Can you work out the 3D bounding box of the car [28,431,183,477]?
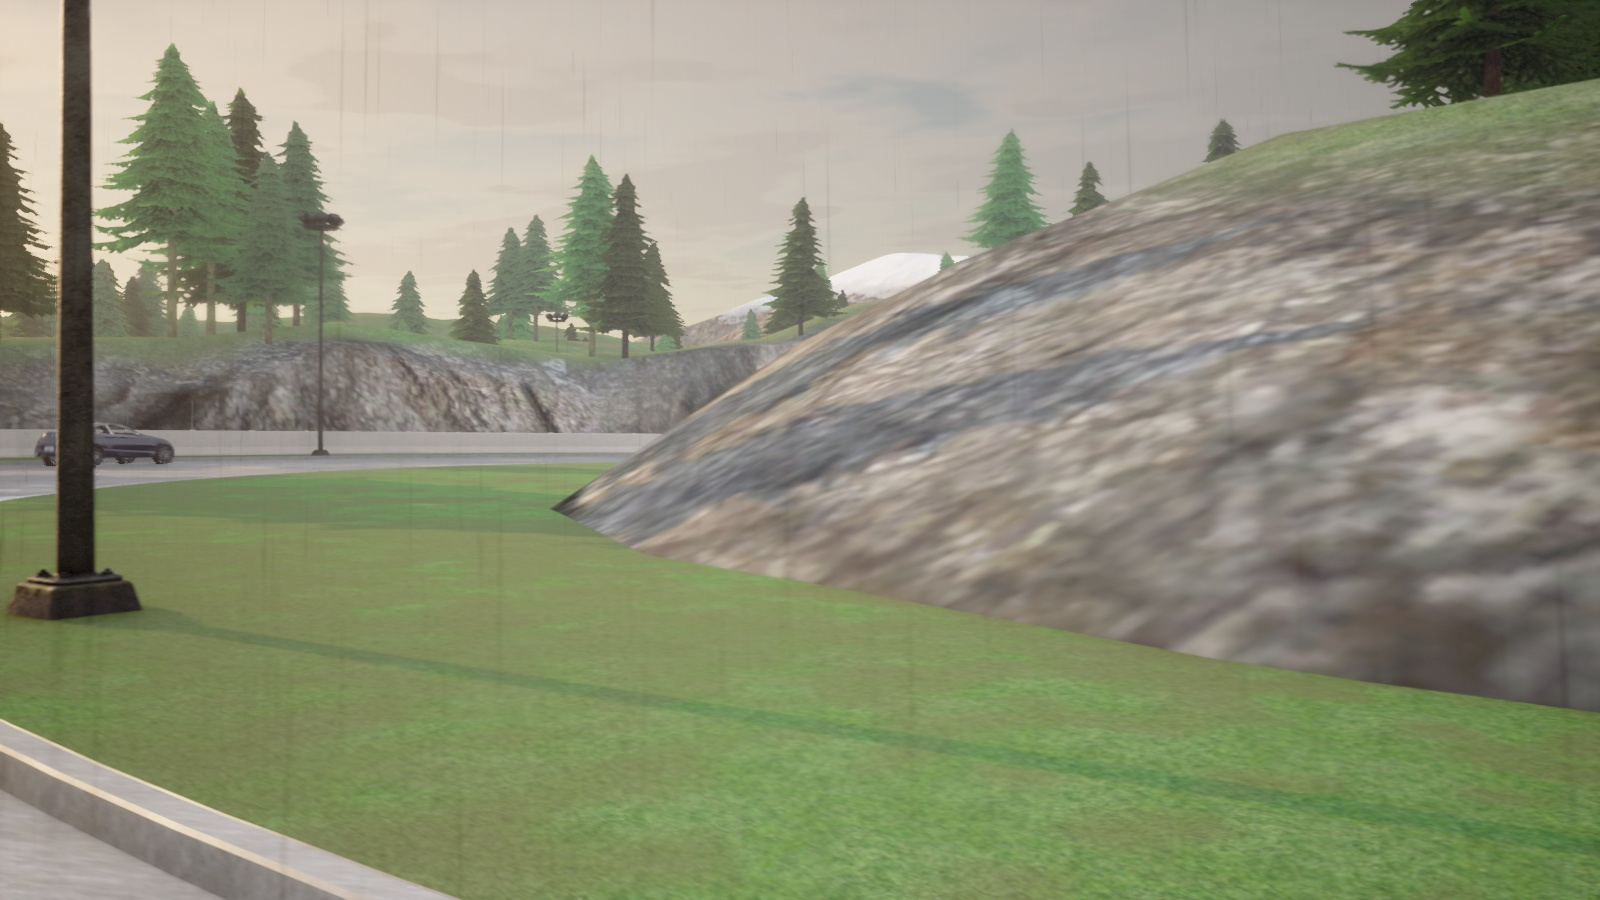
[{"bbox_3d":[-26.245,0.101,47.665,2.152,1.651,5.027,0,1,18],"label":"car"}]
